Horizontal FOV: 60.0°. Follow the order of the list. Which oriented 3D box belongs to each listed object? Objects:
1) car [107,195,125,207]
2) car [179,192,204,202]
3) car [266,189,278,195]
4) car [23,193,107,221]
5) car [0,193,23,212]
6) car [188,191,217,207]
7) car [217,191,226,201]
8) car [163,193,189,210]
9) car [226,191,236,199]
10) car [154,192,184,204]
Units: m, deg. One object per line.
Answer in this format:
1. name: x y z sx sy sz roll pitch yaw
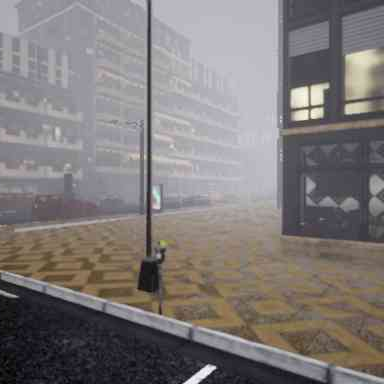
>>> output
1. car: -9.548 1.050 37.885 1.802 1.307 4.206 2 2 35
2. car: -0.009 0.736 51.515 1.802 1.307 4.206 2 2 35
3. car: 19.071 -0.042 78.773 1.967 1.590 4.097 2 2 35
4. car: -9.006 1.011 24.036 2.192 1.841 5.009 1 2 35
5. car: -15.906 0.990 28.790 2.192 1.841 5.009 2 2 35
6. car: 0.534 0.951 37.676 1.947 1.339 4.313 1 2 35
7. car: 2.750 0.618 50.885 1.882 1.535 5.008 0 1 36
8. car: -2.646 1.055 33.131 1.947 1.339 4.313 1 2 35
9. car: 6.351 0.487 60.602 1.887 1.381 4.507 2 2 35
10. car: -3.189 0.810 46.971 2.008 1.369 4.403 2 2 35
